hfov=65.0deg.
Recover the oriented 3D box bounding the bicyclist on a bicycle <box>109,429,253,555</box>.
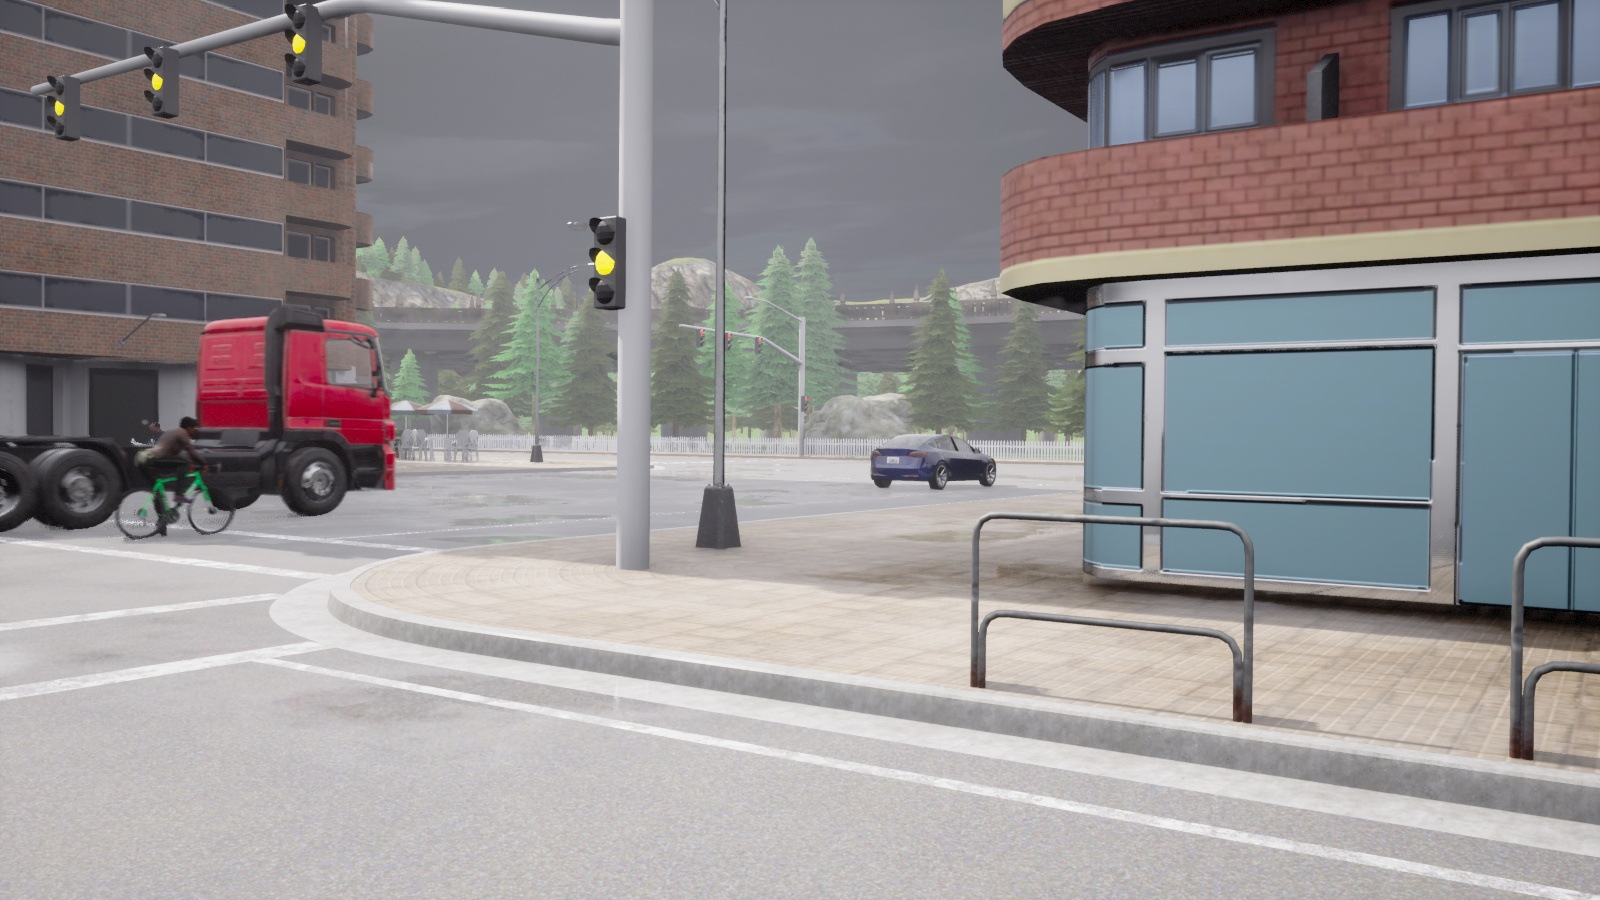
[{"bbox_3d":[-8.302,0.529,16.897,0.582,1.620,1.656,0,1,34],"label":"bicyclist on a bicycle"}]

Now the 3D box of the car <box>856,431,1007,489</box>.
[{"bbox_3d":[3.731,0.222,34.811,2.163,1.488,4.792,0,1,34],"label":"car"}]

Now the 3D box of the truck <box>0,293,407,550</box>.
[{"bbox_3d":[-10.455,-0.429,19.969,2.891,3.462,7.936,0,1,34],"label":"truck"}]
